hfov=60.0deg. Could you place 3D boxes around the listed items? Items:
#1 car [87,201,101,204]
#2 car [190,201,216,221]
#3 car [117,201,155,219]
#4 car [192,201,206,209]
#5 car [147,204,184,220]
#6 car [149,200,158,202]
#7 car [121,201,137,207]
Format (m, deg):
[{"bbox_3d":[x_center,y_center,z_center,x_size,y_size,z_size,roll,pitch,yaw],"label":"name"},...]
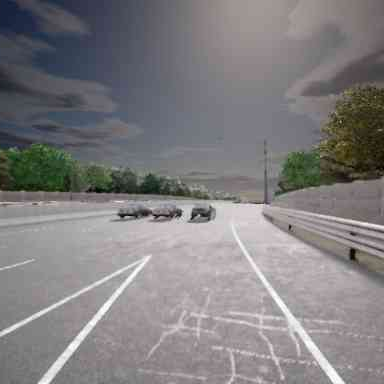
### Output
[{"bbox_3d":[-17.737,2.363,60.085,2.033,1.411,5.357,0,-1,13],"label":"car"},{"bbox_3d":[1.132,1.892,31.941,1.837,1.490,4.892,0,-1,12],"label":"car"},{"bbox_3d":[-5.707,1.928,33.457,2.033,1.411,5.357,0,-1,13],"label":"car"},{"bbox_3d":[1.468,2.512,65.840,1.882,1.535,5.008,0,-1,12],"label":"car"},{"bbox_3d":[-2.286,1.926,32.698,2.033,1.411,5.357,0,-1,12],"label":"car"},{"bbox_3d":[-10.888,2.908,90.980,1.882,1.535,5.008,0,-1,12],"label":"car"},{"bbox_3d":[-14.310,2.680,75.528,1.994,1.385,4.181,0,-1,12],"label":"car"}]
